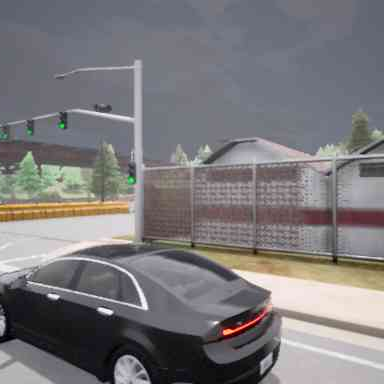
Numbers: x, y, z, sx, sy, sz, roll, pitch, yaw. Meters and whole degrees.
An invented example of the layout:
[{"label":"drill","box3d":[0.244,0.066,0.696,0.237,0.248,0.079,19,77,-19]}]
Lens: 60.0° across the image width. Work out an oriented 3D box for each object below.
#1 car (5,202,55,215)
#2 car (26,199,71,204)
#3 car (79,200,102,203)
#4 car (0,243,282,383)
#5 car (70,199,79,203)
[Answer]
[{"label":"car","box3d":[-17.967,1.785,37.168,1.895,1.301,4.718,0,0,34]},{"label":"car","box3d":[-15.322,1.730,34.828,1.994,1.385,4.181,0,0,34]},{"label":"car","box3d":[-12.279,1.733,45.687,2.033,1.411,5.357,0,0,34]},{"label":"car","box3d":[-1.194,1.524,4.860,4.892,1.490,1.837,0,0,36]},{"label":"car","box3d":[-16.550,1.728,45.568,1.812,1.442,4.674,0,0,33]}]
